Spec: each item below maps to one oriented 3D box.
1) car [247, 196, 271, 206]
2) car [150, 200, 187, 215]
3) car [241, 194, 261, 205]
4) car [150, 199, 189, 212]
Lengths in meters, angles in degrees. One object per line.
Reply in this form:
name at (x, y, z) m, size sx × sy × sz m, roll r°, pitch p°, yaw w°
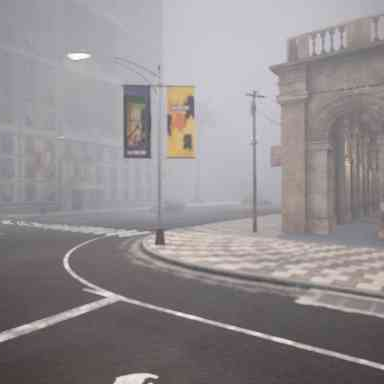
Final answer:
car at (11.684, 1.754, 56.829) m, size 1.895 × 1.301 × 4.718 m, roll 0°, pitch 0°, yaw 36°
car at (-2.658, 1.680, 36.914) m, size 1.812 × 1.442 × 4.674 m, roll 0°, pitch 0°, yaw 35°
car at (11.232, 1.403, 62.122) m, size 2.150 × 2.045 × 5.566 m, roll 0°, pitch -1°, yaw 36°
car at (-2.809, 1.725, 42.783) m, size 2.033 × 1.411 × 5.357 m, roll 0°, pitch 0°, yaw 36°
